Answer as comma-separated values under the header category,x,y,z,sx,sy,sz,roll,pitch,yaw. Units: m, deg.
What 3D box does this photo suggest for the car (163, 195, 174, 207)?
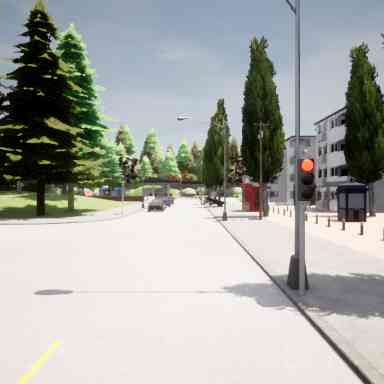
category,x,y,z,sx,sy,sz,roll,pitch,yaw
car,-4.172,1.580,50.031,1.994,1.385,4.181,0,0,0

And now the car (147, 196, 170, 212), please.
category,x,y,z,sx,sy,sz,roll,pitch,yaw
car,-4.169,1.560,40.093,2.033,1.411,5.357,0,0,0

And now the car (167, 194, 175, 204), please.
category,x,y,z,sx,sy,sz,roll,pitch,yaw
car,-4.143,1.524,60.023,1.837,1.490,4.892,0,0,0
